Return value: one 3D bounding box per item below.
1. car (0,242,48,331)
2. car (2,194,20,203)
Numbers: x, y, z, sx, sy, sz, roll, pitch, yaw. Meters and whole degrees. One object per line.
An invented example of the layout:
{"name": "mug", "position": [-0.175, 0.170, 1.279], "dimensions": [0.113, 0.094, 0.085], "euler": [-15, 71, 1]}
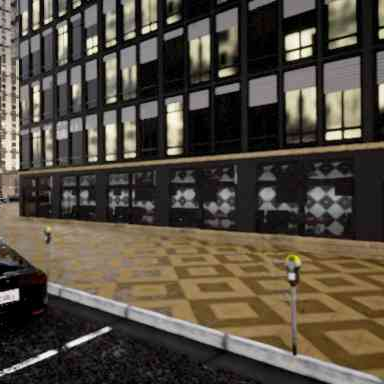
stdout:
{"name": "car", "position": [-4.334, 1.524, 5.975], "dimensions": [4.313, 1.339, 1.947], "euler": [0, 0, 35]}
{"name": "car", "position": [-29.232, 1.039, 54.762], "dimensions": [1.947, 1.339, 4.313], "euler": [0, 0, 36]}
